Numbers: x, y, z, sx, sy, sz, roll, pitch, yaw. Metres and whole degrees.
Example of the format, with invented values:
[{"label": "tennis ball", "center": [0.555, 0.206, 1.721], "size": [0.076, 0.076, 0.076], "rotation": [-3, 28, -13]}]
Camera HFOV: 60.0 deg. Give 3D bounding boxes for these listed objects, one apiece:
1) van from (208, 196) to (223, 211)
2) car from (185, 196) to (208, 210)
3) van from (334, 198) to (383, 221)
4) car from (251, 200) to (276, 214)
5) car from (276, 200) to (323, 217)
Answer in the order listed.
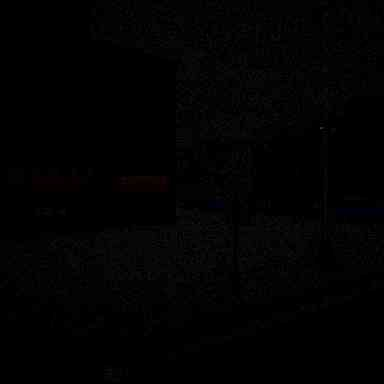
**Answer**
[{"label": "van", "center": [4.236, 1.448, 40.756], "size": [1.690, 1.788, 3.998], "rotation": [0, 0, -36]}, {"label": "car", "center": [1.052, 1.440, 45.208], "size": [2.192, 1.841, 5.009], "rotation": [0, 0, -36]}, {"label": "van", "center": [13.790, 1.400, 27.394], "size": [1.690, 1.788, 3.998], "rotation": [0, 0, -36]}, {"label": "car", "center": [7.421, 1.531, 36.302], "size": [1.967, 1.590, 4.097], "rotation": [0, 0, -36]}, {"label": "car", "center": [10.606, 1.515, 31.847], "size": [1.967, 1.590, 4.097], "rotation": [0, 0, -36]}]
